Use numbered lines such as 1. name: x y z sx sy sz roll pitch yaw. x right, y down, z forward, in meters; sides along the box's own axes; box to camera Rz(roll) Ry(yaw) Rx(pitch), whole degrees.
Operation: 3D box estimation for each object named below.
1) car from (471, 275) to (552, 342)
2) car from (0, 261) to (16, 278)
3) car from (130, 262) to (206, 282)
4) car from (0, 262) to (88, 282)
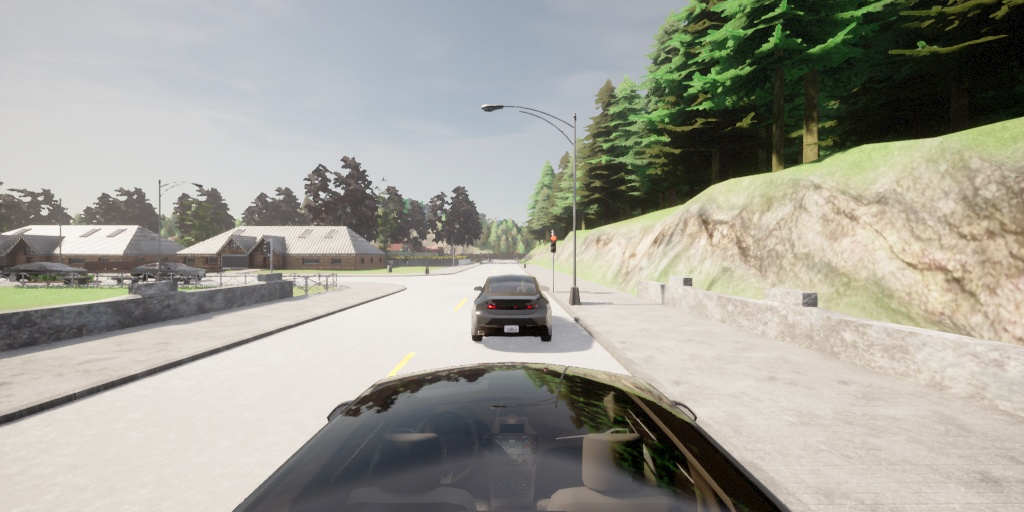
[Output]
1. car: -0.009 1.254 9.801 1.837 1.490 4.892 0 0 0
2. car: -48.132 1.224 32.056 5.008 1.535 1.882 0 0 0
3. car: -26.812 1.238 28.097 4.902 1.511 2.128 0 0 0
4. car: -36.265 1.225 28.020 5.008 1.535 1.882 0 0 0
